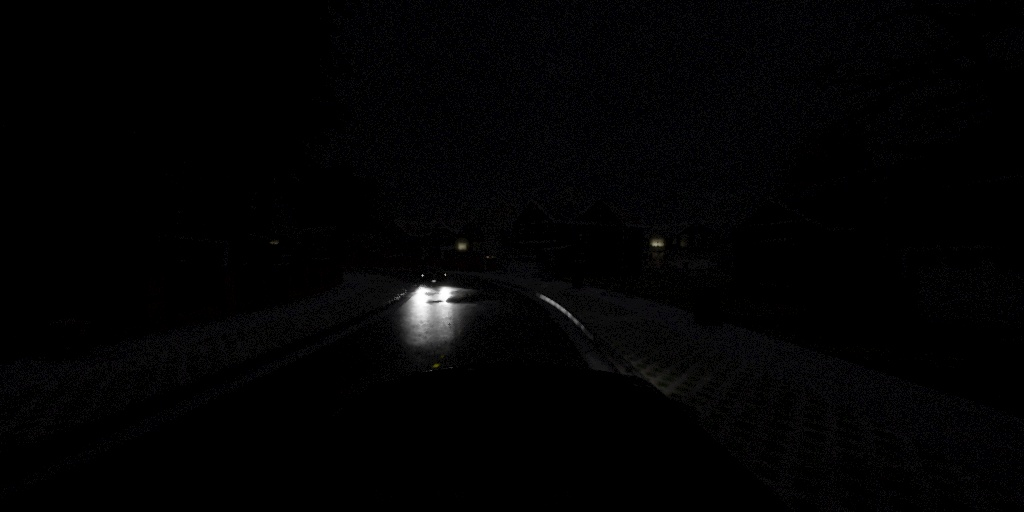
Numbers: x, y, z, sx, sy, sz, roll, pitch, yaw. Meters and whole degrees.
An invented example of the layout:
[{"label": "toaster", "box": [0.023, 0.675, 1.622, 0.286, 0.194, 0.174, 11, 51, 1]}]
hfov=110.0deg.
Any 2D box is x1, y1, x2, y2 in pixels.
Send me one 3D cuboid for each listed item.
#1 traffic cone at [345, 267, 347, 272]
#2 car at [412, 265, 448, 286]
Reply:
[{"label": "traffic cone", "box": [-19.472, 1.617, 42.150, 0.340, 0.580, 0.340, 0, 0, 38]}, {"label": "car", "box": [-5.803, 1.303, 25.071, 1.895, 1.301, 4.718, 0, 0, -22]}]
